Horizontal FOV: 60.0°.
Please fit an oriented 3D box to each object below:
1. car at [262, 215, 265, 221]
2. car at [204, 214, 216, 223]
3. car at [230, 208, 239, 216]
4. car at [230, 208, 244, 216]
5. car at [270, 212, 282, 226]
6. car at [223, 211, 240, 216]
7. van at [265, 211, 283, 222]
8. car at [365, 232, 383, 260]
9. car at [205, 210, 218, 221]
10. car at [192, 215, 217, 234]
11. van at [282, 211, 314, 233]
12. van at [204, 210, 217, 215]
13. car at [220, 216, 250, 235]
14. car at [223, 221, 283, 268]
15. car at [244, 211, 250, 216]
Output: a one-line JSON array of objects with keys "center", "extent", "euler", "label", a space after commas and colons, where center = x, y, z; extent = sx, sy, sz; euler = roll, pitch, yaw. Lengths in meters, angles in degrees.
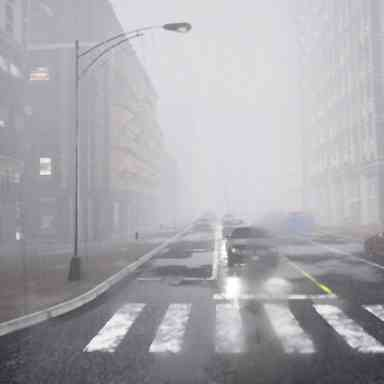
[{"center": [10.773, 3.689, 46.060], "extent": [1.947, 1.339, 4.313], "euler": [-1, -3, 5], "label": "car"}, {"center": [2.873, 4.156, 52.346], "extent": [1.802, 1.307, 4.206], "euler": [-1, -3, 5], "label": "car"}, {"center": [11.897, 5.614, 93.782], "extent": [2.150, 2.045, 5.566], "euler": [-1, -3, 5], "label": "car"}, {"center": [11.069, 5.548, 83.356], "extent": [2.128, 1.511, 4.902], "euler": [-1, -3, 5], "label": "car"}, {"center": [9.870, 3.115, 34.814], "extent": [2.008, 1.369, 4.403], "euler": [-1, -3, 5], "label": "car"}, {"center": [4.747, 3.561, 42.759], "extent": [1.837, 1.490, 4.892], "euler": [-1, -3, 5], "label": "car"}, {"center": [10.318, 3.185, 40.448], "extent": [1.690, 1.788, 3.998], "euler": [-1, -3, 5], "label": "van"}, {"center": [8.062, 1.893, 12.325], "extent": [1.967, 1.590, 4.097], "euler": [-1, -3, 5], "label": "car"}, {"center": [3.771, 4.451, 63.606], "extent": [2.192, 1.841, 5.009], "euler": [-1, -3, 5], "label": "car"}, {"center": [1.066, 3.008, 29.853], "extent": [2.008, 1.369, 4.403], "euler": [-1, -3, 5], "label": "car"}, {"center": [9.415, 2.628, 29.201], "extent": [1.690, 1.788, 3.998], "euler": [-1, -3, 5], "label": "van"}, {"center": [2.417, 3.636, 46.734], "extent": [1.690, 1.788, 3.998], "euler": [-1, -3, 5], "label": "van"}, {"center": [3.285, 2.744, 25.111], "extent": [1.994, 1.385, 4.181], "euler": [-1, -3, 5], "label": "car"}, {"center": [2.380, 2.152, 13.889], "extent": [1.812, 1.442, 4.674], "euler": [-1, -3, 5], "label": "car"}, {"center": [13.934, 5.673, 85.424], "extent": [1.802, 1.307, 4.206], "euler": [-1, -3, 5], "label": "car"}]
